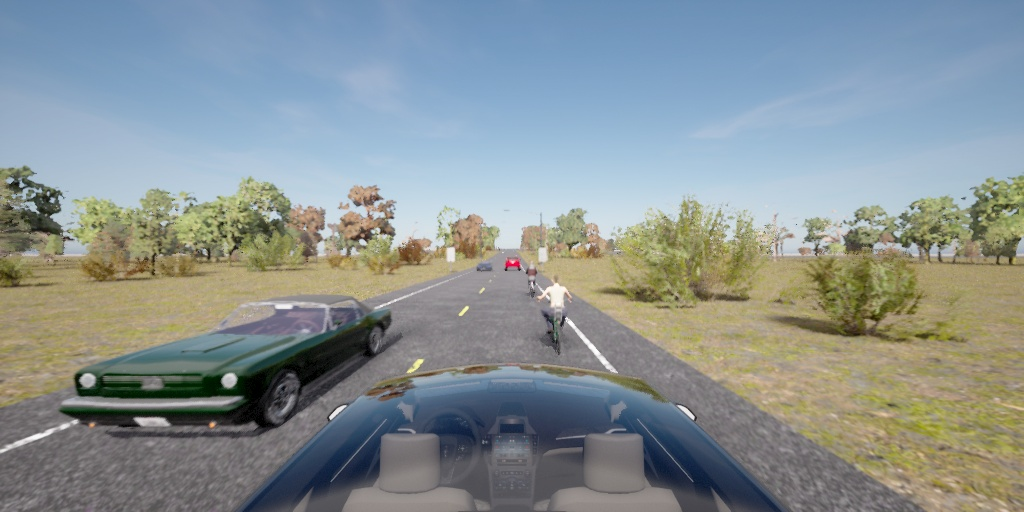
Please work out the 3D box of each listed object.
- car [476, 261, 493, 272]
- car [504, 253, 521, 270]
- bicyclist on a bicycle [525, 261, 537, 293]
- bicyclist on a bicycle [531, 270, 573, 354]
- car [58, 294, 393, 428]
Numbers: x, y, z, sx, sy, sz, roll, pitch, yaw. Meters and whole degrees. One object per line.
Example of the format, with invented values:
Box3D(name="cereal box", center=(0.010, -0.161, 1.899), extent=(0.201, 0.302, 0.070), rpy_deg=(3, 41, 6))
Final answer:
Box3D(name="car", center=(-3.589, 1.353, 47.582), extent=(1.994, 1.385, 4.181), rpy_deg=(0, 0, 0))
Box3D(name="car", center=(0.101, 1.014, 52.162), extent=(2.150, 2.045, 5.566), rpy_deg=(0, 0, 0))
Box3D(name="bicyclist on a bicycle", center=(0.964, 1.134, 17.712), extent=(0.659, 1.776, 1.843), rpy_deg=(0, 0, 0))
Box3D(name="bicyclist on a bicycle", center=(0.947, 1.192, 7.809), extent=(0.866, 1.612, 1.509), rpy_deg=(0, 0, 0))
Box3D(name="car", center=(-3.599, 1.354, 5.792), extent=(1.895, 1.301, 4.718), rpy_deg=(0, 0, 0))
